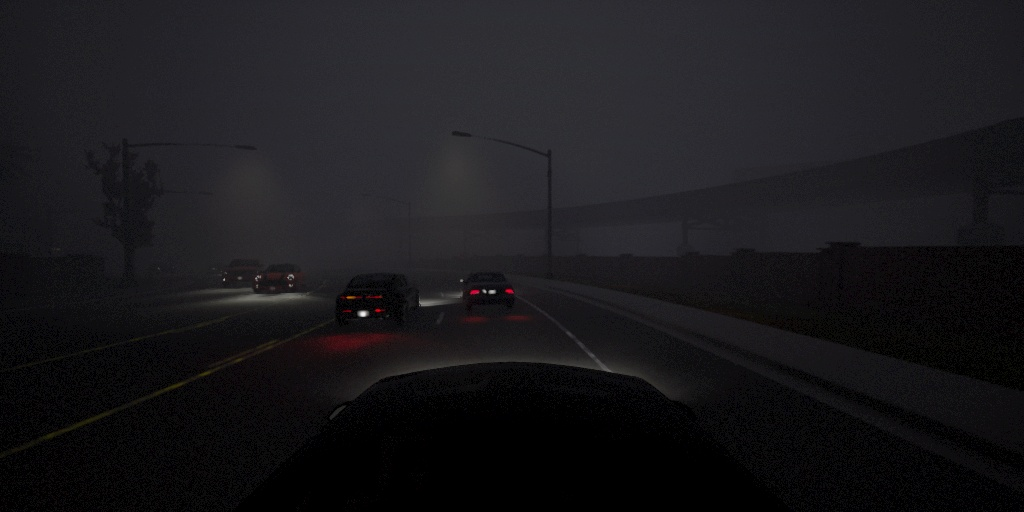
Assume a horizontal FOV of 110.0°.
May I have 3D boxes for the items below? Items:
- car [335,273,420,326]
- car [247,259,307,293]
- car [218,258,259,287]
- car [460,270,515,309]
[{"bbox_3d":[-4.260,1.282,11.908,1.837,1.490,4.892,0,0,-7],"label":"car"},{"bbox_3d":[-14.040,1.232,21.921,2.097,1.767,4.553,-1,0,-21],"label":"car"},{"bbox_3d":[-20.255,1.198,27.308,2.150,2.045,5.566,-1,0,-30],"label":"car"},{"bbox_3d":[-1.122,1.303,14.981,2.033,1.411,5.357,0,0,-10],"label":"car"}]
